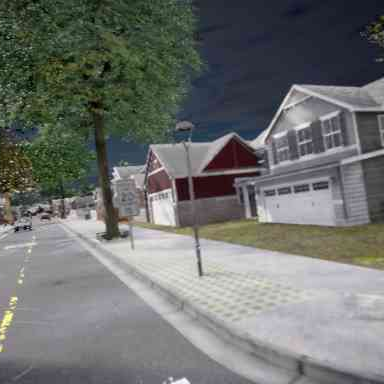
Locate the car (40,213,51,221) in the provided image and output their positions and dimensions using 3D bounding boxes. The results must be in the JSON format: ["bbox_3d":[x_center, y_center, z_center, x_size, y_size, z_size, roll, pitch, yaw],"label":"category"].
[{"bbox_3d":[-32.099,5.493,72.976,1.837,1.490,4.892,-6,-1,-24],"label":"car"}]

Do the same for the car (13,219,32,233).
[{"bbox_3d":[-20.357,4.021,40.161,2.033,1.411,5.357,-6,-1,-24],"label":"car"}]
